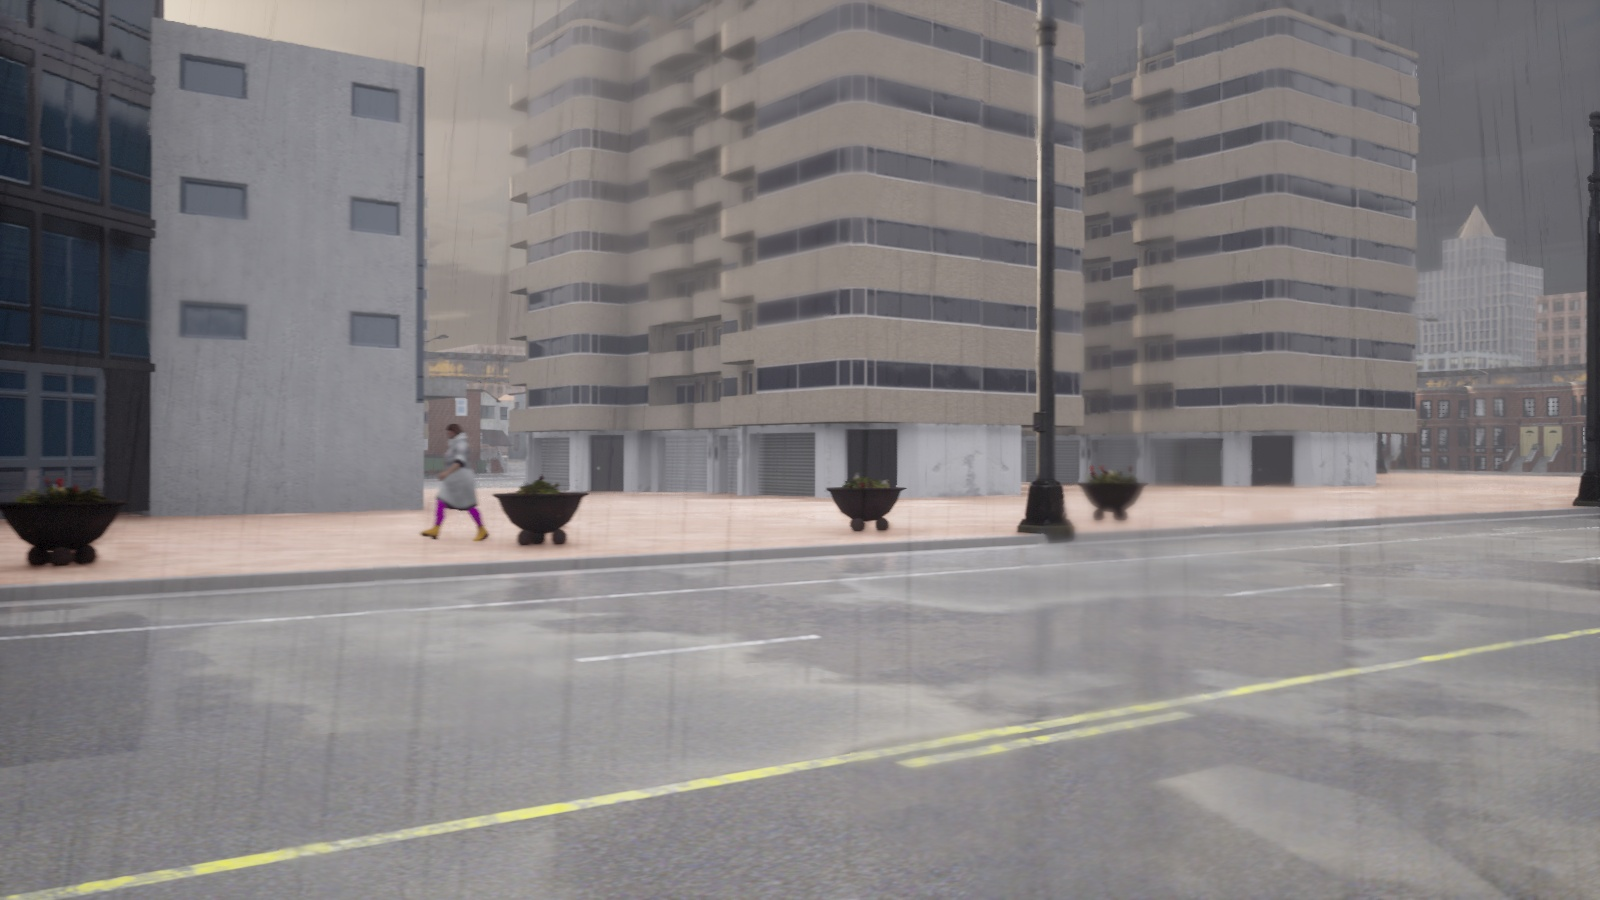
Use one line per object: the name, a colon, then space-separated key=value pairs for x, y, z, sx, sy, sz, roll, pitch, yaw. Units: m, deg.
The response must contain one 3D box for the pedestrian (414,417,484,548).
pedestrian: x=-5.368 y=0.489 z=19.188 sx=0.873 sy=1.952 sz=0.659 roll=0 pitch=0 yaw=-34
